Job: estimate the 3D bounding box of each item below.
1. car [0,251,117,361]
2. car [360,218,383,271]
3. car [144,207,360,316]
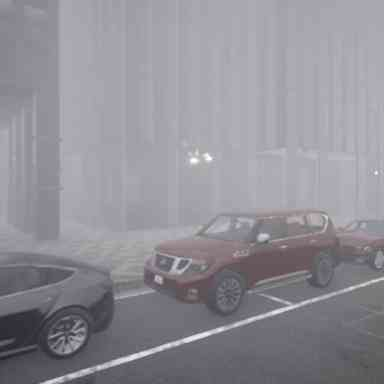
[{"bbox_3d":[-3.160,1.566,4.396,4.313,1.339,1.947,0,0,-36],"label":"car"},{"bbox_3d":[6.014,1.545,10.948,4.507,1.381,1.887,0,0,-36],"label":"car"},{"bbox_3d":[1.426,1.315,7.673,5.009,1.841,2.192,0,0,-36],"label":"car"}]
